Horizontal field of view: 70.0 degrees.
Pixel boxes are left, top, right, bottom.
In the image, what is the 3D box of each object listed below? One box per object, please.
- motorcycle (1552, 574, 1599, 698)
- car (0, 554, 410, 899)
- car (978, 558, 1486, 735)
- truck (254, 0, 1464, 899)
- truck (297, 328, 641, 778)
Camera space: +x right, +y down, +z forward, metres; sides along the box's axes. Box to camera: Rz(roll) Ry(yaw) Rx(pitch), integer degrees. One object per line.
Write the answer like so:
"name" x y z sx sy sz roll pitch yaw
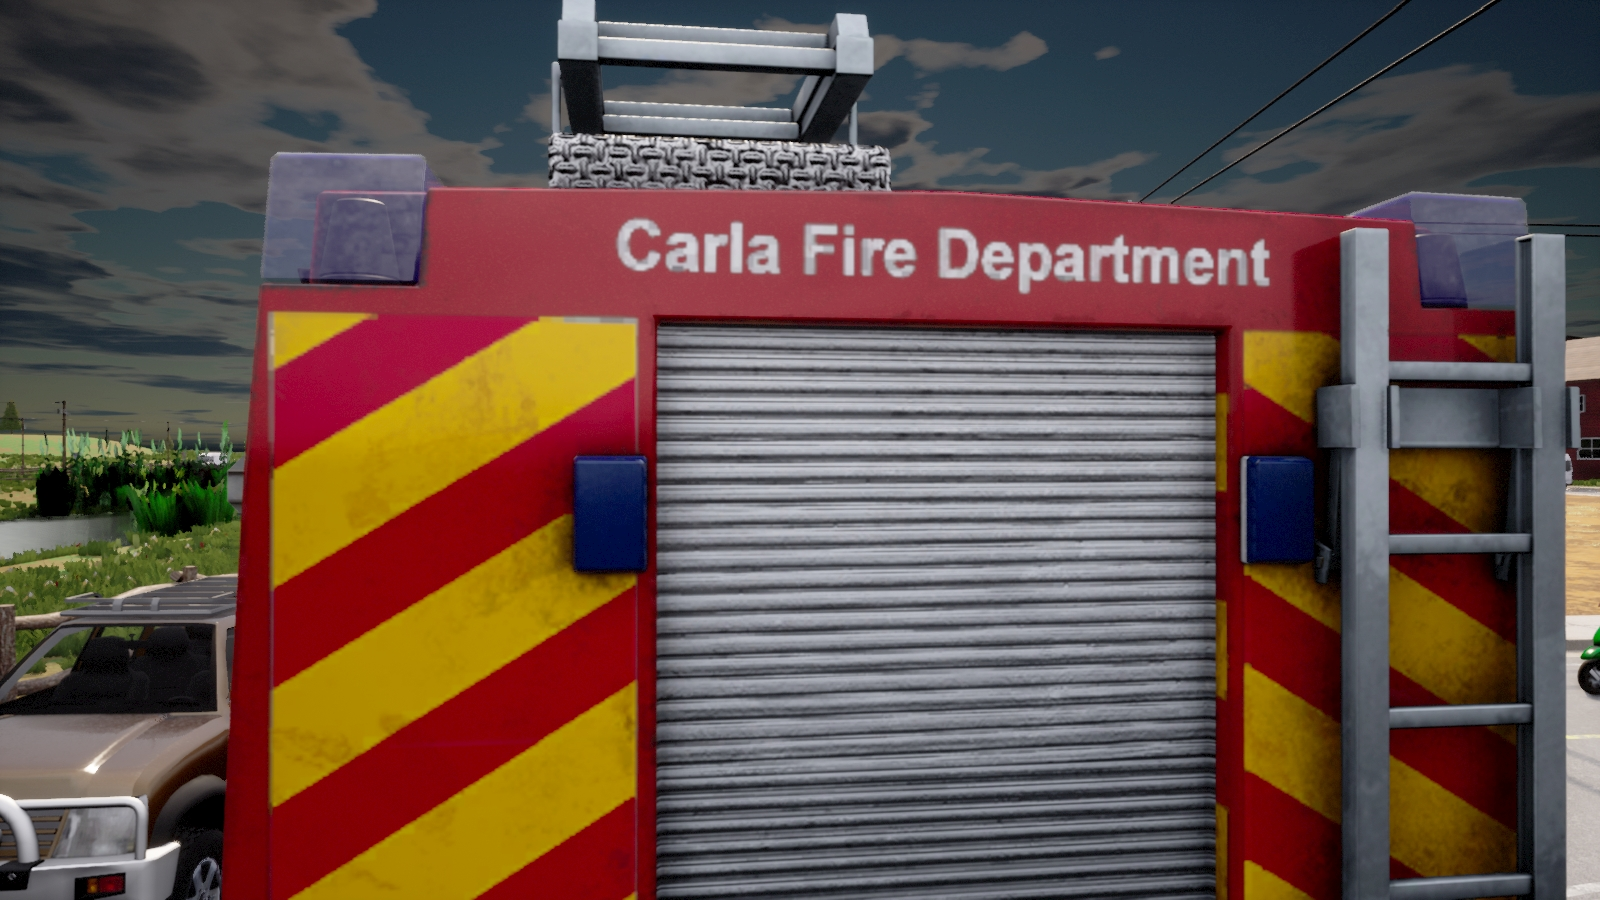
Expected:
"motorcycle" 9.905 2.142 13.293 1.805 1.316 0.856 0 0 -6
"car" -4.222 1.833 7.596 1.932 1.855 4.605 0 0 -4
"car" 4.601 2.059 12.610 4.792 1.488 2.163 0 0 -8
"truck" -0.374 0.863 6.866 2.891 3.827 8.468 0 0 -8
"truck" -3.792 0.861 14.161 2.891 3.827 8.468 0 0 -13
